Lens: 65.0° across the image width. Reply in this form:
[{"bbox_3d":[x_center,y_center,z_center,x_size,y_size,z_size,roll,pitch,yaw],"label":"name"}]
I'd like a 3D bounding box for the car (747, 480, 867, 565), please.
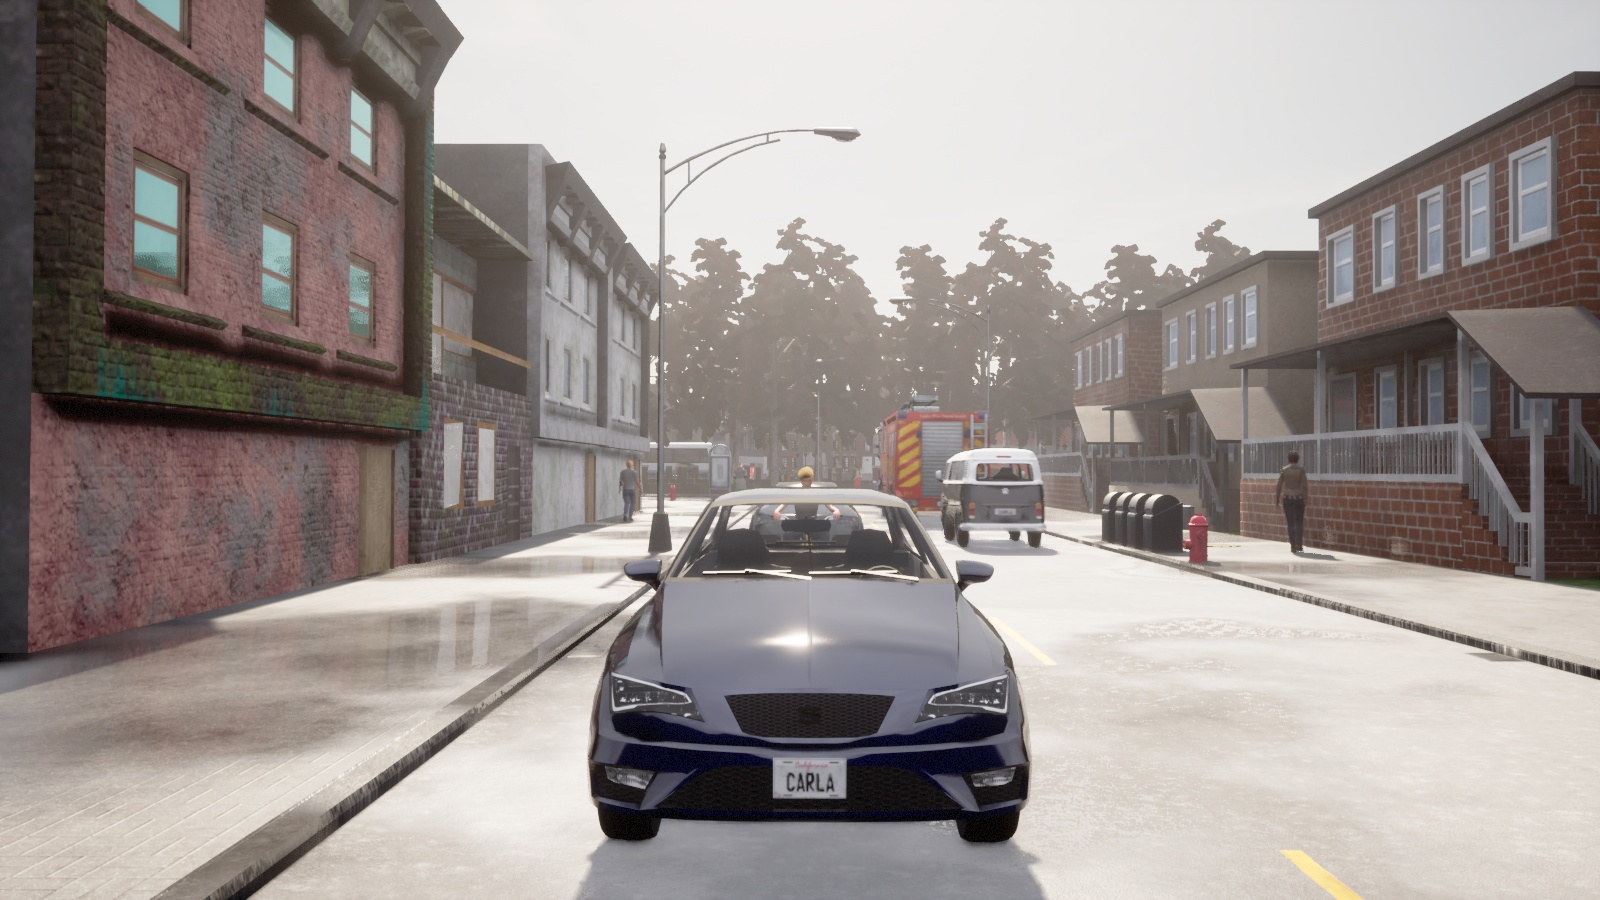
[{"bbox_3d":[0.128,1.265,23.114,1.994,1.385,4.181,0,-1,0],"label":"car"}]

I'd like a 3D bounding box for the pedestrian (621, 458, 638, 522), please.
[{"bbox_3d":[-4.900,1.148,36.091,0.354,1.836,0.706,0,-1,5],"label":"pedestrian"}]

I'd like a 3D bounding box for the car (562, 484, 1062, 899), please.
[{"bbox_3d":[0.049,0.940,6.673,1.816,1.474,4.193,0,-1,0],"label":"car"}]

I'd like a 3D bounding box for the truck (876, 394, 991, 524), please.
[{"bbox_3d":[4.210,0.326,41.389,2.891,3.827,8.468,0,-1,0],"label":"truck"}]

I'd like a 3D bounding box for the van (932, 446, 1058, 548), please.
[{"bbox_3d":[4.148,0.982,27.483,2.069,2.038,4.480,0,-1,0],"label":"van"}]

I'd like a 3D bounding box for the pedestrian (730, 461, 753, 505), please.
[{"bbox_3d":[-2.636,1.478,56.317,0.659,1.952,0.873,-1,-1,28],"label":"pedestrian"}]

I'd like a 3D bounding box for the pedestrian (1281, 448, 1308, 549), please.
[{"bbox_3d":[8.977,0.870,22.792,0.328,1.805,0.869,-1,-1,28],"label":"pedestrian"}]

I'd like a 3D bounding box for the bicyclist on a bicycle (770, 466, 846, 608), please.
[{"bbox_3d":[0.086,1.006,15.170,0.866,1.612,1.509,0,0,0],"label":"bicyclist on a bicycle"}]
